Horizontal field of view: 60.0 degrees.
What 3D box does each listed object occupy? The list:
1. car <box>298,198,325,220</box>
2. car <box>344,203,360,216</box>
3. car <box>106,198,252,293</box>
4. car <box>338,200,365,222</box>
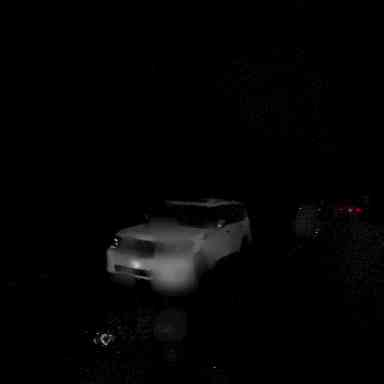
[{"bbox_3d":[12.456,1.680,34.400,2.150,2.045,5.566,2,0,27],"label":"car"},{"bbox_3d":[22.007,2.310,45.695,1.882,1.535,5.008,2,0,27],"label":"car"},{"bbox_3d":[0.063,1.207,9.393,2.150,2.045,5.566,2,0,26],"label":"car"},{"bbox_3d":[16.204,1.836,33.871,2.150,2.045,5.566,2,0,27],"label":"car"}]
